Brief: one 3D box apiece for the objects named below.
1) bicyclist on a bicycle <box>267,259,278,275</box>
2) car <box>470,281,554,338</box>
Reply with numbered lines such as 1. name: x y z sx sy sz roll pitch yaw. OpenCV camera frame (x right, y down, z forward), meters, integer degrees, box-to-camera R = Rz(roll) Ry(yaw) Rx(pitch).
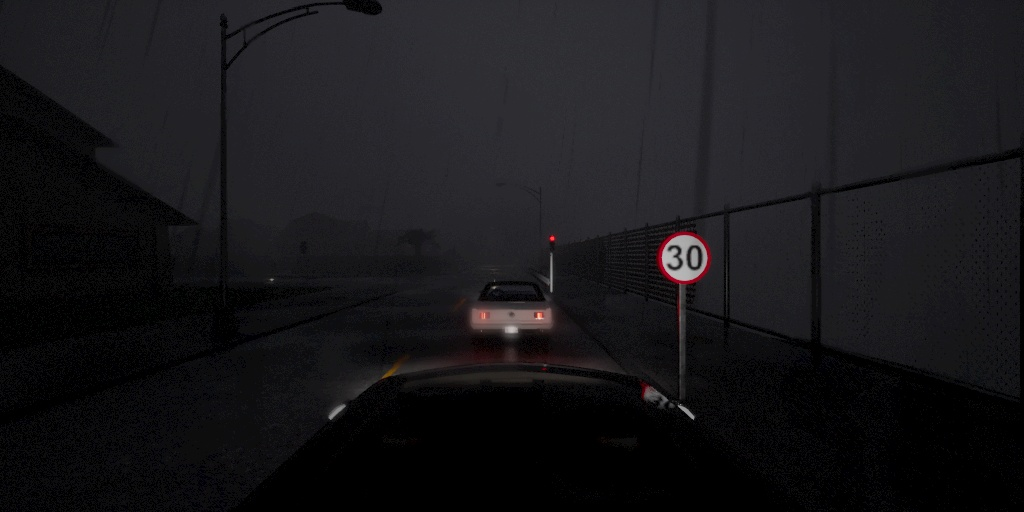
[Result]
1. bicyclist on a bicycle: -24.324 1.099 36.471 0.582 1.620 1.656 0 0 0
2. car: -0.002 1.351 10.163 1.895 1.301 4.718 0 0 0
